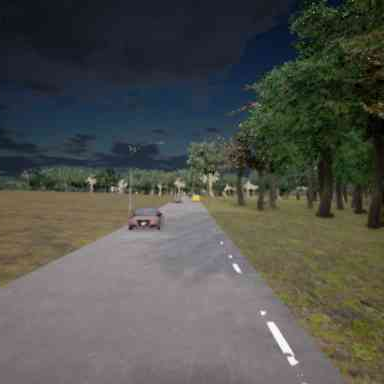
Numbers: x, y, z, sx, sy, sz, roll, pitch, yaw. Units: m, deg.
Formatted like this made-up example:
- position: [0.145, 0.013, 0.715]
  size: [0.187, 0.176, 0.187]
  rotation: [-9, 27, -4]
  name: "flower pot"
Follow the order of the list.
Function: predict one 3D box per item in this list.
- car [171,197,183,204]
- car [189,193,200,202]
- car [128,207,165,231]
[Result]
- position: [-2.813, 1.547, 62.751]
  size: [1.994, 1.385, 4.181]
  rotation: [0, 0, 1]
  name: "car"
- position: [0.922, 1.372, 76.612]
  size: [1.882, 1.535, 5.008]
  rotation: [0, 0, 0]
  name: "car"
- position: [-2.861, 1.668, 21.566]
  size: [1.994, 1.385, 4.181]
  rotation: [0, 0, 0]
  name: "car"
